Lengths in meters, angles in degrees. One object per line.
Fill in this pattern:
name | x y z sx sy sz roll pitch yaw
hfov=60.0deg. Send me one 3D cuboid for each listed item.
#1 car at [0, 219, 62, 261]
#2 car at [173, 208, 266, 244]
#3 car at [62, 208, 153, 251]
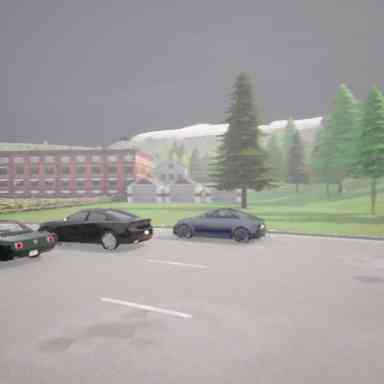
car | -6.863 1.558 10.791 4.718 1.301 1.895 0 0 20
car | 1.218 1.446 15.121 4.181 1.385 1.994 0 0 27
car | -4.021 1.399 13.644 5.008 1.535 1.882 0 0 22
